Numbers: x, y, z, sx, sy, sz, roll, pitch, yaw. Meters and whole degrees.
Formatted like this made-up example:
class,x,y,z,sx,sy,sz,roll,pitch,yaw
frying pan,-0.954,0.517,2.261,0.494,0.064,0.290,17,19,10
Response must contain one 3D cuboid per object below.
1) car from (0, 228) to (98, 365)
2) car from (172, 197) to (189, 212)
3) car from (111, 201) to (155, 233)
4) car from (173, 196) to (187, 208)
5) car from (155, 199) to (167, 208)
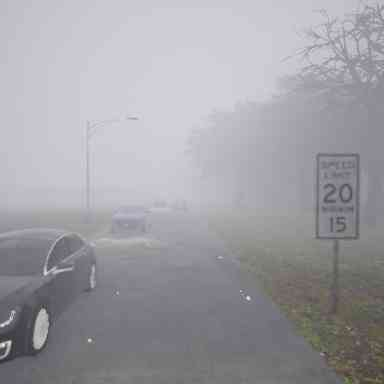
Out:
class,x,y,z,sx,sy,sz,roll,pitch,yaw
car,-3.062,1.506,6.051,1.837,1.490,4.892,0,0,-3
car,-1.442,1.639,40.488,1.994,1.385,4.181,0,0,-2
car,-3.579,1.497,20.211,1.882,1.535,5.008,0,0,-2
car,-1.834,1.470,50.420,2.097,1.767,4.553,0,0,-3
car,-4.795,1.721,50.709,1.895,1.301,4.718,0,0,-2
